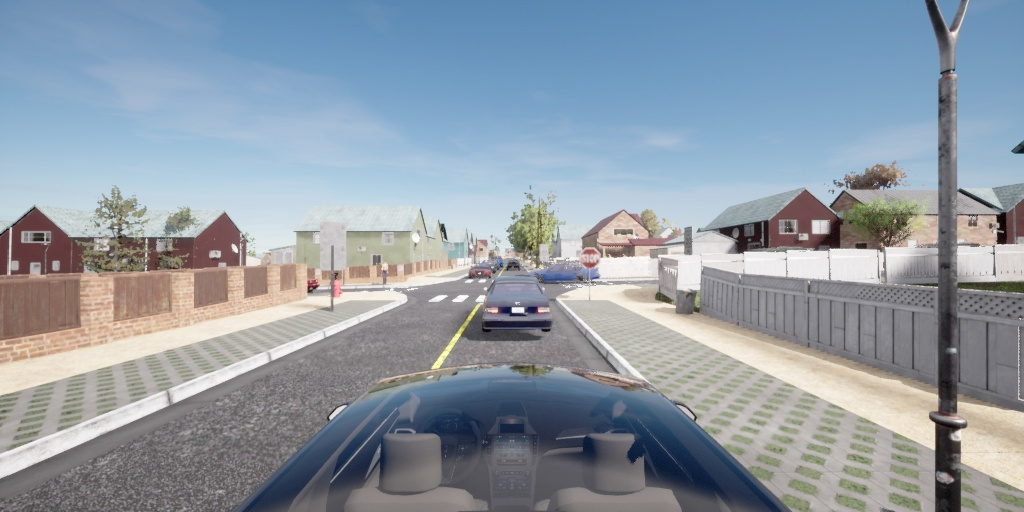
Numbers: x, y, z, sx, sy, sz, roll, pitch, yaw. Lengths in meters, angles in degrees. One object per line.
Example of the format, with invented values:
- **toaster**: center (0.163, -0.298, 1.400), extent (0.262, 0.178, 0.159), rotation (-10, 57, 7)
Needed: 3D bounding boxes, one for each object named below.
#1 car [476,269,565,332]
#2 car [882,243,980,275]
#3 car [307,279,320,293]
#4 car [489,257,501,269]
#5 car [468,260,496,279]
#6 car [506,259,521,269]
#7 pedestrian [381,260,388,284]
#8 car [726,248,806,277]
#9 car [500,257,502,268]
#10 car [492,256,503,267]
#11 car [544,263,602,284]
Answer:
- **car**: center (0.090, 1.300, 10.820), extent (2.033, 1.411, 5.357), rotation (0, 0, -1)
- **car**: center (28.673, 0.195, 24.400), extent (5.566, 2.045, 2.150), rotation (-2, -1, 0)
- **car**: center (-14.088, 1.672, 21.237), extent (4.718, 1.301, 1.895), rotation (-2, -1, 1)
- **car**: center (-2.782, 1.243, 41.739), extent (2.128, 1.511, 4.902), rotation (0, 0, 0)
- **car**: center (-2.801, 1.316, 32.772), extent (1.994, 1.385, 4.181), rotation (0, 0, 0)
- **car**: center (0.182, 1.254, 52.738), extent (1.837, 1.490, 4.892), rotation (0, 0, 0)
- **pedestrian**: center (-9.651, 1.212, 27.146), extent (0.375, 1.860, 0.375), rotation (0, 0, 0)
- **car**: center (17.148, 0.508, 24.358), extent (5.566, 2.045, 2.150), rotation (-1, -1, 0)
- **car**: center (-2.764, 1.275, 51.607), extent (1.812, 1.442, 4.674), rotation (0, 0, 0)
- **car**: center (-2.723, 0.966, 62.312), extent (2.150, 2.045, 5.566), rotation (0, 0, 0)
- **car**: center (3.609, 1.228, 25.495), extent (5.357, 1.411, 2.033), rotation (-2, 0, 17)
